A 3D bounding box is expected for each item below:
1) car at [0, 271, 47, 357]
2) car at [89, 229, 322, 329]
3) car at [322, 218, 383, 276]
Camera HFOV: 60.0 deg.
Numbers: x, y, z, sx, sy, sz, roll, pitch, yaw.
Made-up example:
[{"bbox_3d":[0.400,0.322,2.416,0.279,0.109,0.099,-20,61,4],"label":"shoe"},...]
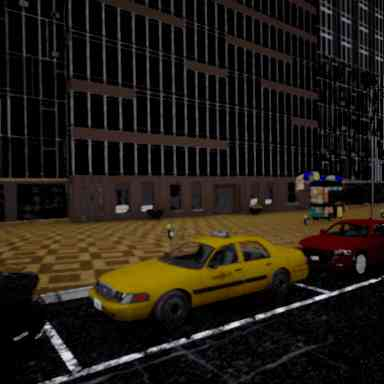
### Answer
[{"bbox_3d":[-4.025,1.554,3.702,4.403,1.369,2.008,0,-1,-36],"label":"car"},{"bbox_3d":[0.416,1.515,6.872,4.829,1.417,1.752,0,-1,-36],"label":"car"},{"bbox_3d":[5.132,1.521,10.238,4.507,1.381,1.887,0,-1,-35],"label":"car"}]
